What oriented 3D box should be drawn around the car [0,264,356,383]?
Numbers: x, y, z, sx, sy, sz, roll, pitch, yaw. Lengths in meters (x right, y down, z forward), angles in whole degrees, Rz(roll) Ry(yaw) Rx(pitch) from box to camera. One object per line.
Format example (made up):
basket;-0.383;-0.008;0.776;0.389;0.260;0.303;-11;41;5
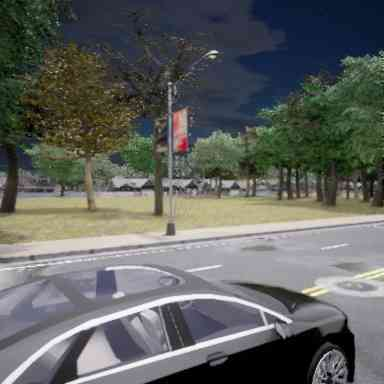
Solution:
car;-0.346;1.493;3.192;4.902;1.511;2.128;0;0;-36
